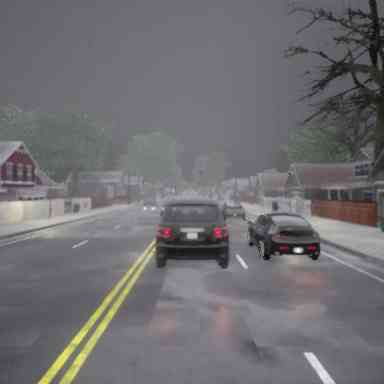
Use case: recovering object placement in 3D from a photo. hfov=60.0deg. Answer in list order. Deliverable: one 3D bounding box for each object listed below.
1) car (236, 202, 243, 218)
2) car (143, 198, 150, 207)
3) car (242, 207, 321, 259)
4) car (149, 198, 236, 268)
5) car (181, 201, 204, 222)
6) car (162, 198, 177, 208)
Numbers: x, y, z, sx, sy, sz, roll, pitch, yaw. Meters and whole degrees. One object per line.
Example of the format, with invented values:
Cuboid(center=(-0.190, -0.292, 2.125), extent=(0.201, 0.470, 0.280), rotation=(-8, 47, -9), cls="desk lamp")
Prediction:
Cuboid(center=(3.294, 1.557, 27.642), extent=(2.128, 1.511, 4.902), rotation=(0, 0, 1), cls="car")
Cuboid(center=(-6.526, 1.667, 52.612), extent=(2.033, 1.411, 5.357), rotation=(0, 0, 1), cls="car")
Cuboid(center=(3.296, 1.536, 12.665), extent=(1.837, 1.490, 4.892), rotation=(0, 0, 1), cls="car")
Cuboid(center=(0.034, 1.250, 11.531), extent=(2.150, 2.045, 5.566), rotation=(0, 0, 1), cls="car")
Cuboid(center=(0.050, 1.592, 28.343), extent=(1.812, 1.442, 4.674), rotation=(0, 0, 0), cls="car")
Cuboid(center=(-3.301, 1.680, 50.251), extent=(1.994, 1.385, 4.181), rotation=(0, 0, 0), cls="car")
